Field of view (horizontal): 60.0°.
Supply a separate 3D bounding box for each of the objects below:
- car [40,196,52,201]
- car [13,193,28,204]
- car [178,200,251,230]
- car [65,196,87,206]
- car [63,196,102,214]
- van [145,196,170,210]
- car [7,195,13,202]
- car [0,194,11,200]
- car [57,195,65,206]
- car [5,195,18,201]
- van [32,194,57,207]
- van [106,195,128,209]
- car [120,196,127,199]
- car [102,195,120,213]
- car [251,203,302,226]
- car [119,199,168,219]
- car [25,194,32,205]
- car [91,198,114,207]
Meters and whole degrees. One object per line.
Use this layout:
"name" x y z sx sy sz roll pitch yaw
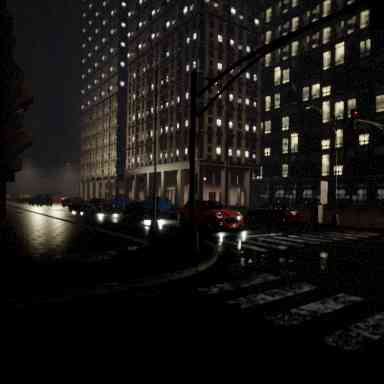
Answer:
"car" -36.801 1.567 83.784 1.802 1.307 4.206 1 -1 -35
"car" -30.540 1.153 60.516 2.192 1.841 5.009 1 -1 -35
"car" 1.082 1.300 20.482 2.097 1.767 4.553 1 -1 -35
"car" -18.924 1.453 54.157 2.128 1.511 4.902 1 -1 -35
"car" -10.913 1.425 32.886 2.008 1.369 4.403 1 -1 -35
"van" -4.079 1.378 37.741 1.690 1.788 3.998 1 -1 -35
"car" -37.087 1.395 69.723 1.947 1.339 4.313 1 -1 -35
"car" -46.805 1.363 83.400 1.752 1.417 4.829 1 -1 -35
"car" -15.977 1.402 44.563 2.128 1.511 4.902 1 -1 -35
"car" -40.358 1.376 74.327 2.008 1.369 4.403 1 -1 -35
"van" -20.725 1.195 46.702 1.690 1.788 3.998 1 -1 -35
"van" -10.622 1.364 46.950 1.690 1.788 3.998 1 -1 -35
"car" -7.354 1.580 42.343 2.008 1.369 4.403 1 -1 -35
"car" -9.988 1.399 36.068 1.882 1.535 5.008 1 -1 -36
"car" 5.735 1.501 23.926 1.967 1.590 4.097 1 -1 -35
"car" -4.123 1.499 27.799 1.994 1.385 4.181 1 -1 -35
"car" -24.000 1.430 51.304 1.802 1.307 4.206 1 -1 -35
"car" -13.898 1.583 51.552 1.947 1.339 4.313 1 -1 -35
